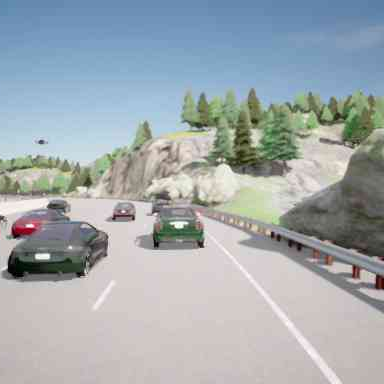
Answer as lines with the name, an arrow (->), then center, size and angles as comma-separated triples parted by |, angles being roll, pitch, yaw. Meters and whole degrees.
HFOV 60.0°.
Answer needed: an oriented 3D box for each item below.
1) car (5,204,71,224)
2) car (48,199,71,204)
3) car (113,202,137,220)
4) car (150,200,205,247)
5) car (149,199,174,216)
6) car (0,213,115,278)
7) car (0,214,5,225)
car -> -7.951, 1.586, 17.933 | 1.994, 1.385, 4.181 | 0, 0, -5
car -> -14.097, 1.545, 35.273 | 1.837, 1.490, 4.892 | 0, 0, -11
car -> -5.718, 1.568, 28.325 | 2.033, 1.411, 5.357 | 0, 0, -9
car -> -0.679, 1.358, 15.161 | 2.097, 1.767, 4.553 | 0, 0, -5
car -> -3.147, 1.509, 33.891 | 2.128, 1.511, 4.902 | 0, 0, -10
car -> -3.838, 1.575, 10.290 | 1.994, 1.385, 4.181 | 0, 0, -3
car -> -11.387, 1.520, 17.188 | 2.128, 1.511, 4.902 | 0, 0, -5
